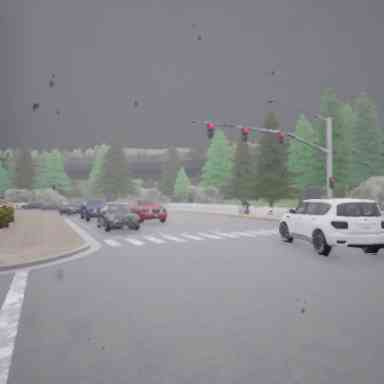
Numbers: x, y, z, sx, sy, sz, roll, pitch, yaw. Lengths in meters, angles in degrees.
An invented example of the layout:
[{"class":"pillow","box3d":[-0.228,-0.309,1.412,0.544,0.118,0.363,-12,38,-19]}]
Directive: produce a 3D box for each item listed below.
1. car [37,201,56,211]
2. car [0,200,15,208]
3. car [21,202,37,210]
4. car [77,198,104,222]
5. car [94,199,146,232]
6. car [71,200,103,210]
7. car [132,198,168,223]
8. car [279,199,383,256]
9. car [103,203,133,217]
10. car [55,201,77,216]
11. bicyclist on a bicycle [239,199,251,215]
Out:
[{"class":"car","box3d":[-21.891,2.266,52.958,4.181,1.385,1.994,-1,-1,19]},{"class":"car","box3d":[-31.838,2.159,54.790,4.553,1.767,2.097,0,-1,3]},{"class":"car","box3d":[-26.836,2.345,58.049,5.357,1.411,2.033,-1,-1,8]},{"class":"car","box3d":[-8.908,1.579,30.800,2.150,2.045,5.566,0,-1,-25]},{"class":"car","box3d":[-4.920,1.584,22.088,2.097,1.767,4.553,0,-1,-25]},{"class":"car","box3d":[-17.276,2.173,54.744,4.902,1.511,2.128,-1,-1,27]},{"class":"car","box3d":[-3.914,1.511,28.352,2.150,2.045,5.566,0,-1,-25]},{"class":"car","box3d":[5.495,1.285,13.695,2.150,2.045,5.566,0,0,-6]},{"class":"car","box3d":[-8.283,1.943,36.901,1.812,1.442,4.674,0,-1,-31]},{"class":"car","box3d":[-14.095,2.055,39.290,1.994,1.385,4.181,0,-1,-42]},{"class":"bicyclist on a bicycle","box3d":[5.505,1.572,34.248,1.656,1.620,0.582,-1,-1,-24]}]
